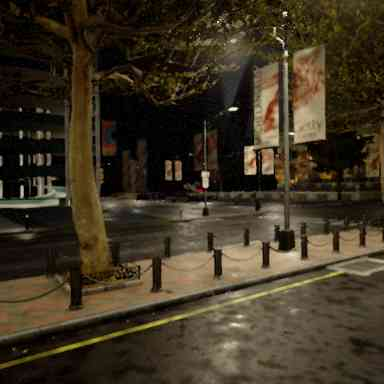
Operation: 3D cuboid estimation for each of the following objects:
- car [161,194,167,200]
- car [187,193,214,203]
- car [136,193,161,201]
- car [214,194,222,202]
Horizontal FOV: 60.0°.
[{"bbox_3d":[-7.260,1.012,69.561,4.892,1.490,1.837,0,1,41],"label":"car"},{"bbox_3d":[1.000,1.109,53.877,1.994,1.385,4.181,-1,1,-35],"label":"car"},{"bbox_3d":[-9.009,0.911,66.315,4.553,1.767,2.097,0,1,42],"label":"car"},{"bbox_3d":[3.164,0.987,56.909,2.128,1.511,4.902,-1,1,-35],"label":"car"}]
